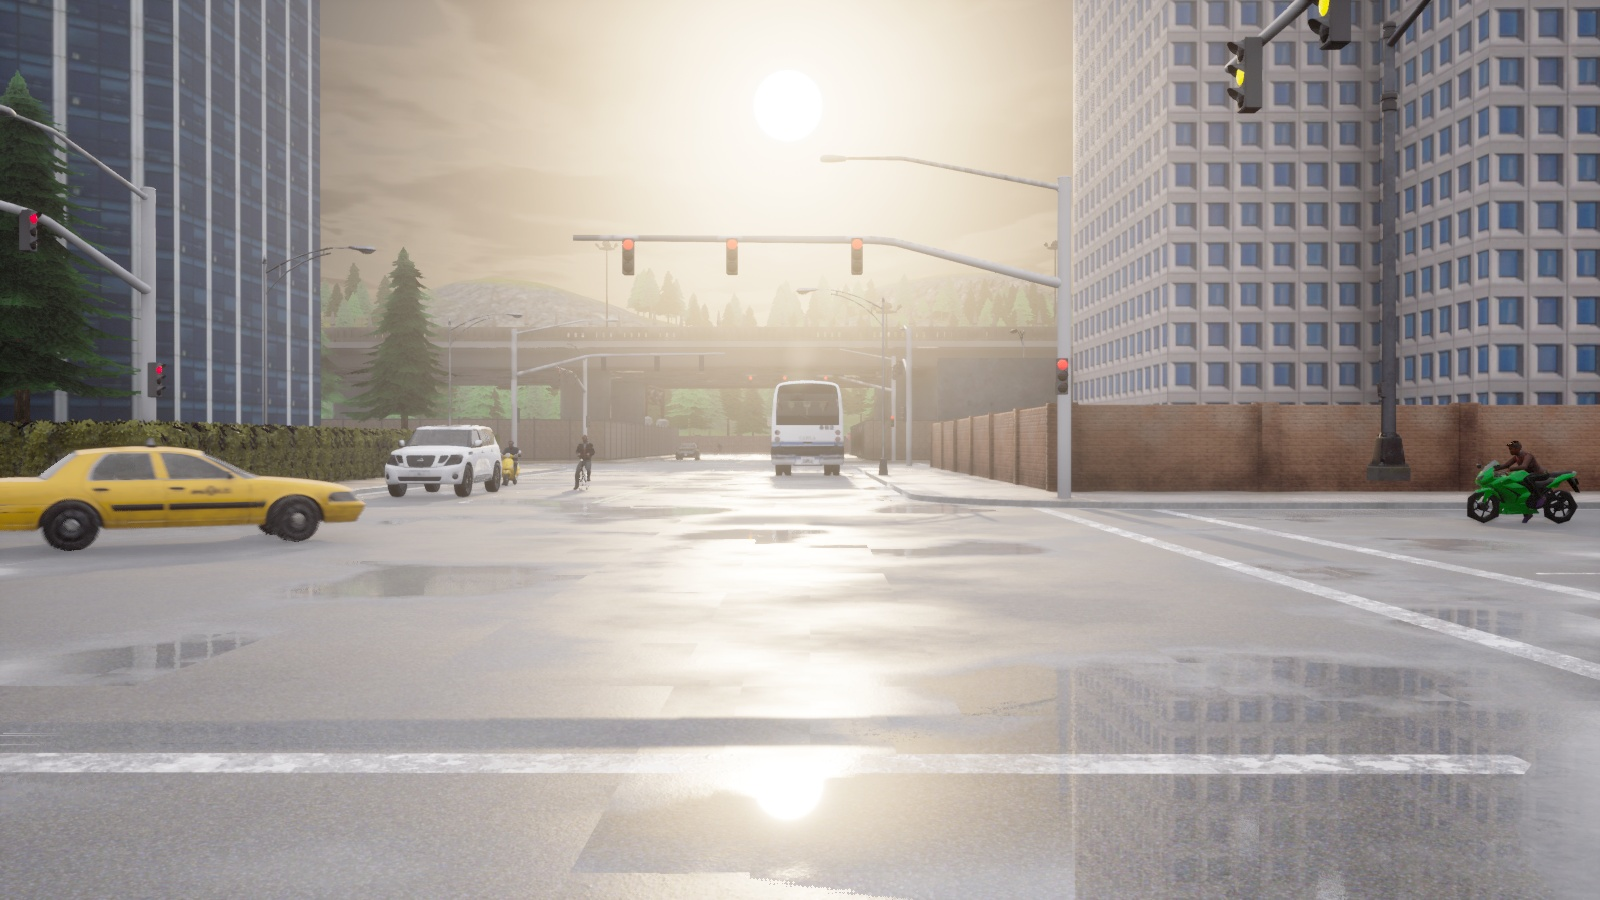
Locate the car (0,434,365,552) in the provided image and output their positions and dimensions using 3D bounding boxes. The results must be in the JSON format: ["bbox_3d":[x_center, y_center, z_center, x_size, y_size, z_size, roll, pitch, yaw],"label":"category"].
[{"bbox_3d":[-9.436,0.573,18.634,5.366,1.575,1.801,0,0,-32],"label":"car"}]

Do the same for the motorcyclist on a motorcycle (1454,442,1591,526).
[{"bbox_3d":[13.195,0.610,22.974,2.044,1.523,0.797,0,0,1],"label":"motorcyclist on a motorcycle"}]

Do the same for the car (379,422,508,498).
[{"bbox_3d":[-10.274,0.250,36.693,2.150,2.045,5.566,0,0,0],"label":"car"}]

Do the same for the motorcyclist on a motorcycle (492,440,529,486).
[{"bbox_3d":[-10.227,0.441,44.414,0.866,1.590,1.817,0,0,0],"label":"motorcyclist on a motorcycle"}]

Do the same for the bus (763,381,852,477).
[{"bbox_3d":[0.368,-0.972,60.677,3.944,4.253,10.273,0,0,0],"label":"bus"}]
